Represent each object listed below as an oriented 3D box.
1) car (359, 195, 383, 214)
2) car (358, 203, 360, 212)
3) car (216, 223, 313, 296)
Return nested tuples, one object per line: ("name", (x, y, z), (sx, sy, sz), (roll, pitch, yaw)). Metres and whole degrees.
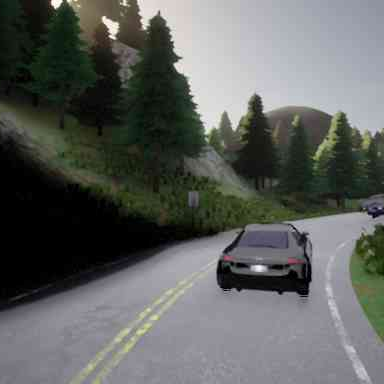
("car", (13.916, 1.023, 22.787), (5.357, 1.411, 2.033), (-2, -2, -40))
("car", (16.279, 0.994, 29.041), (4.902, 1.511, 2.128), (-2, -2, -38))
("car", (2.012, 1.473, 8.531), (1.994, 1.385, 4.181), (-2, 0, 20))
